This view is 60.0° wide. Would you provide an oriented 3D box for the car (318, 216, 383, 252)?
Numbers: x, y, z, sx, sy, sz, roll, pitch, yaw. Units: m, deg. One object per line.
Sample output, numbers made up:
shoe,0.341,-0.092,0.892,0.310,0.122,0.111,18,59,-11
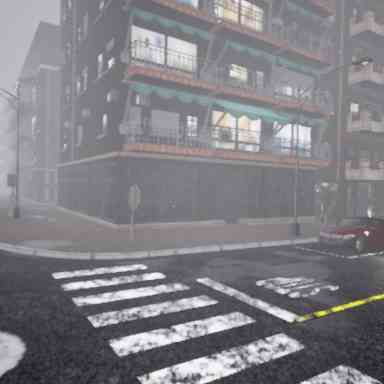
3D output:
car,7.280,1.726,14.387,4.206,1.307,1.802,2,0,-33
